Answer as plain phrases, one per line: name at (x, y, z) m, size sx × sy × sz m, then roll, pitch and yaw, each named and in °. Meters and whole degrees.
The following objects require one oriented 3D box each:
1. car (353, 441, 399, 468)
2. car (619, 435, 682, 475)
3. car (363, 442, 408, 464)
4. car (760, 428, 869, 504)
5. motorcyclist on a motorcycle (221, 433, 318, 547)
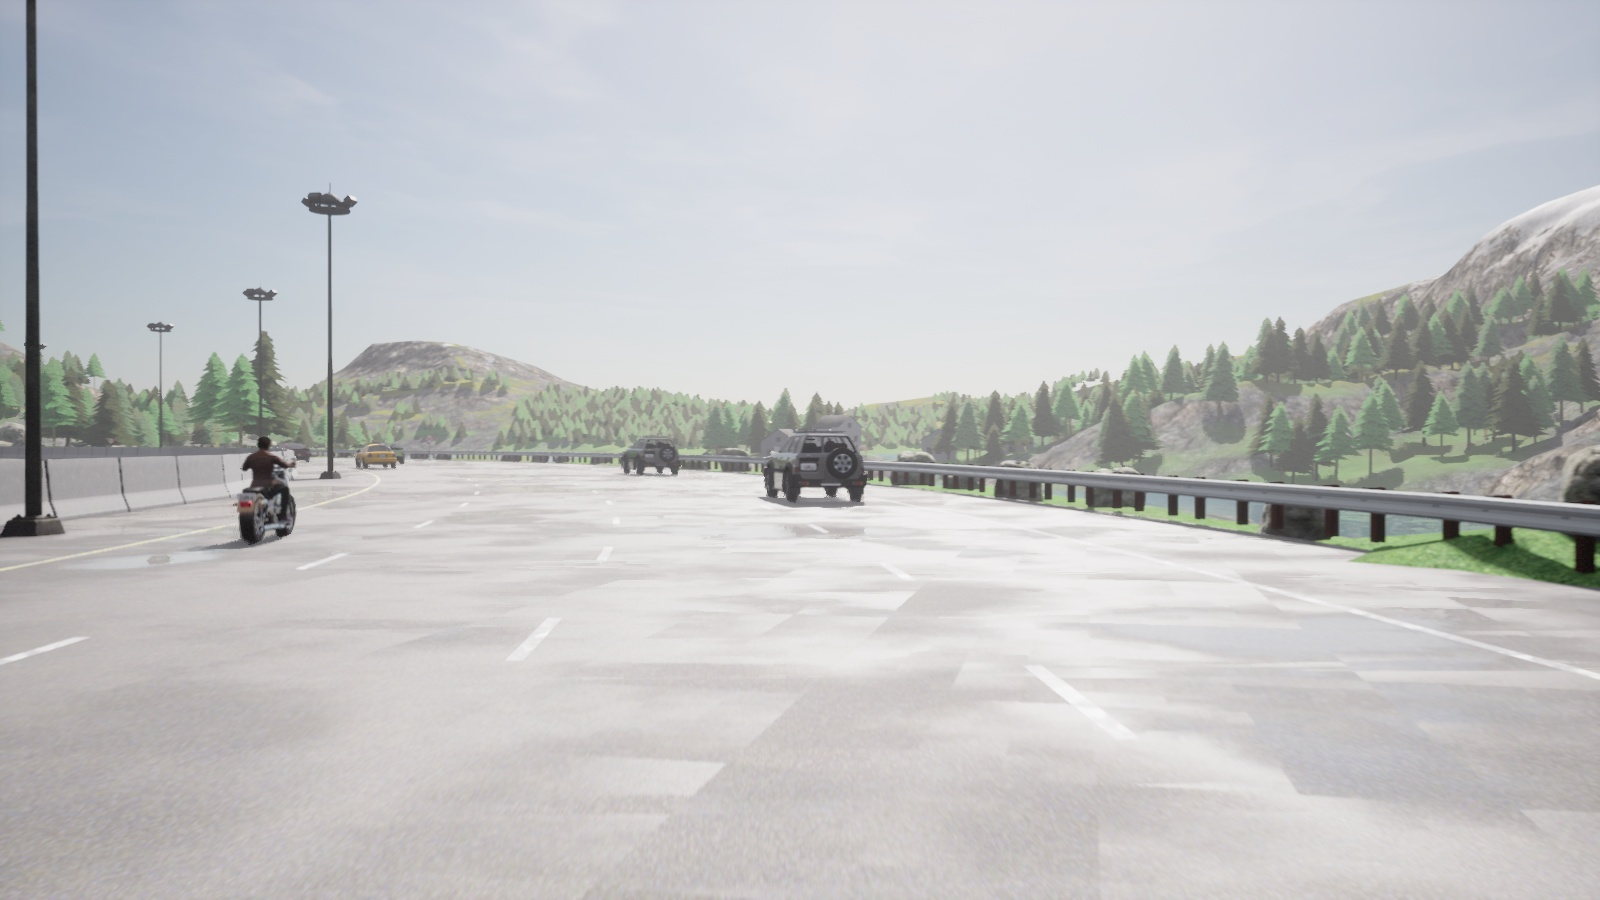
car at (-25.424, 0.249, 75.220) m, size 1.801 × 1.575 × 5.366 m, roll 0°, pitch 0°, yaw -27°
car at (-7.171, 0.223, 59.750) m, size 1.932 × 1.855 × 4.605 m, roll 0°, pitch 0°, yaw -20°
car at (-29.612, 0.175, 89.556) m, size 2.007 × 1.525 × 4.514 m, roll 0°, pitch 0°, yaw -32°
car at (0.296, 0.377, 32.937) m, size 1.932 × 1.855 × 4.605 m, roll 0°, pitch 0°, yaw -11°
motorcyclist on a motorcycle at (-8.180, 0.583, 19.476) m, size 0.766 × 1.649 × 2.350 m, roll -1°, pitch 0°, yaw -7°
